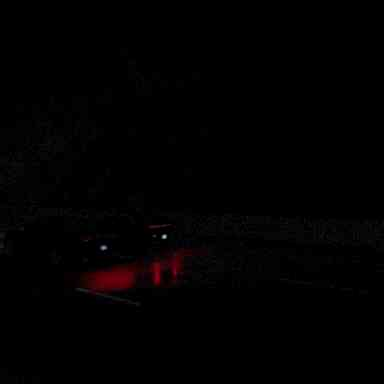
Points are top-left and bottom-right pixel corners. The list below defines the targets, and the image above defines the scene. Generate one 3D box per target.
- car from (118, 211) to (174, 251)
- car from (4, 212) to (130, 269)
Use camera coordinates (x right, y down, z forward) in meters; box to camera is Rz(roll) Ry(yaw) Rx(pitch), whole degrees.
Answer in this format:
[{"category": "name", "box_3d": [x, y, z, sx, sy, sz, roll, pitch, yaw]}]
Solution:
[{"category": "car", "box_3d": [-3.056, 1.612, 14.848, 4.902, 1.511, 2.128, -1, 0, 36]}, {"category": "car", "box_3d": [-4.717, 1.592, 11.723, 5.008, 1.535, 1.882, -1, 0, 36]}]
